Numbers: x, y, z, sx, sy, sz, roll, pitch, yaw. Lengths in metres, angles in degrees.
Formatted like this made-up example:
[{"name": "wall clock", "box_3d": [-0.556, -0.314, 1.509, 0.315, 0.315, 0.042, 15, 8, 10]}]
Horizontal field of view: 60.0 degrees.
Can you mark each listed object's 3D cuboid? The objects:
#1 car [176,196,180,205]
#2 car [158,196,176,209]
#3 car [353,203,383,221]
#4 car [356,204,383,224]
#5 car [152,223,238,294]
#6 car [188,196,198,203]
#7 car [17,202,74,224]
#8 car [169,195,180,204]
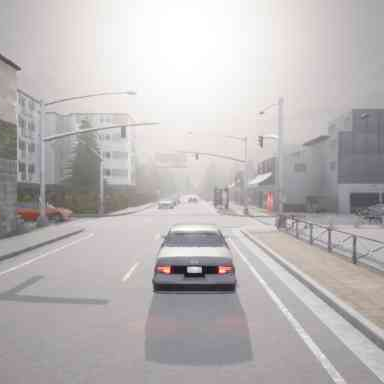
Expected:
[{"name": "car", "box_3d": [-3.508, 1.505, 55.834, 1.837, 1.490, 4.892, 0, 0, 0]}, {"name": "car", "box_3d": [-3.534, 1.526, 45.830, 1.812, 1.442, 4.674, 0, 0, 0]}, {"name": "car", "box_3d": [16.756, 1.740, 29.296, 4.181, 1.385, 1.994, 0, 0, 0]}, {"name": "car", "box_3d": [15.658, 1.668, 25.595, 4.902, 1.511, 2.128, 0, 0, 0]}, {"name": "car", "box_3d": [0.072, 1.547, 8.922, 2.033, 1.411, 5.357, 0, 0, 1]}, {"name": "car", "box_3d": [0.197, 1.526, 68.808, 1.812, 1.442, 4.674, 0, 0, 0]}, {"name": "car", "box_3d": [-11.604, 1.528, 25.822, 4.553, 1.767, 2.097, 0, 0, -4]}, {"name": "car", "box_3d": [-3.440, 1.478, 65.975, 1.882, 1.535, 5.008, 0, 0, 0]}]
